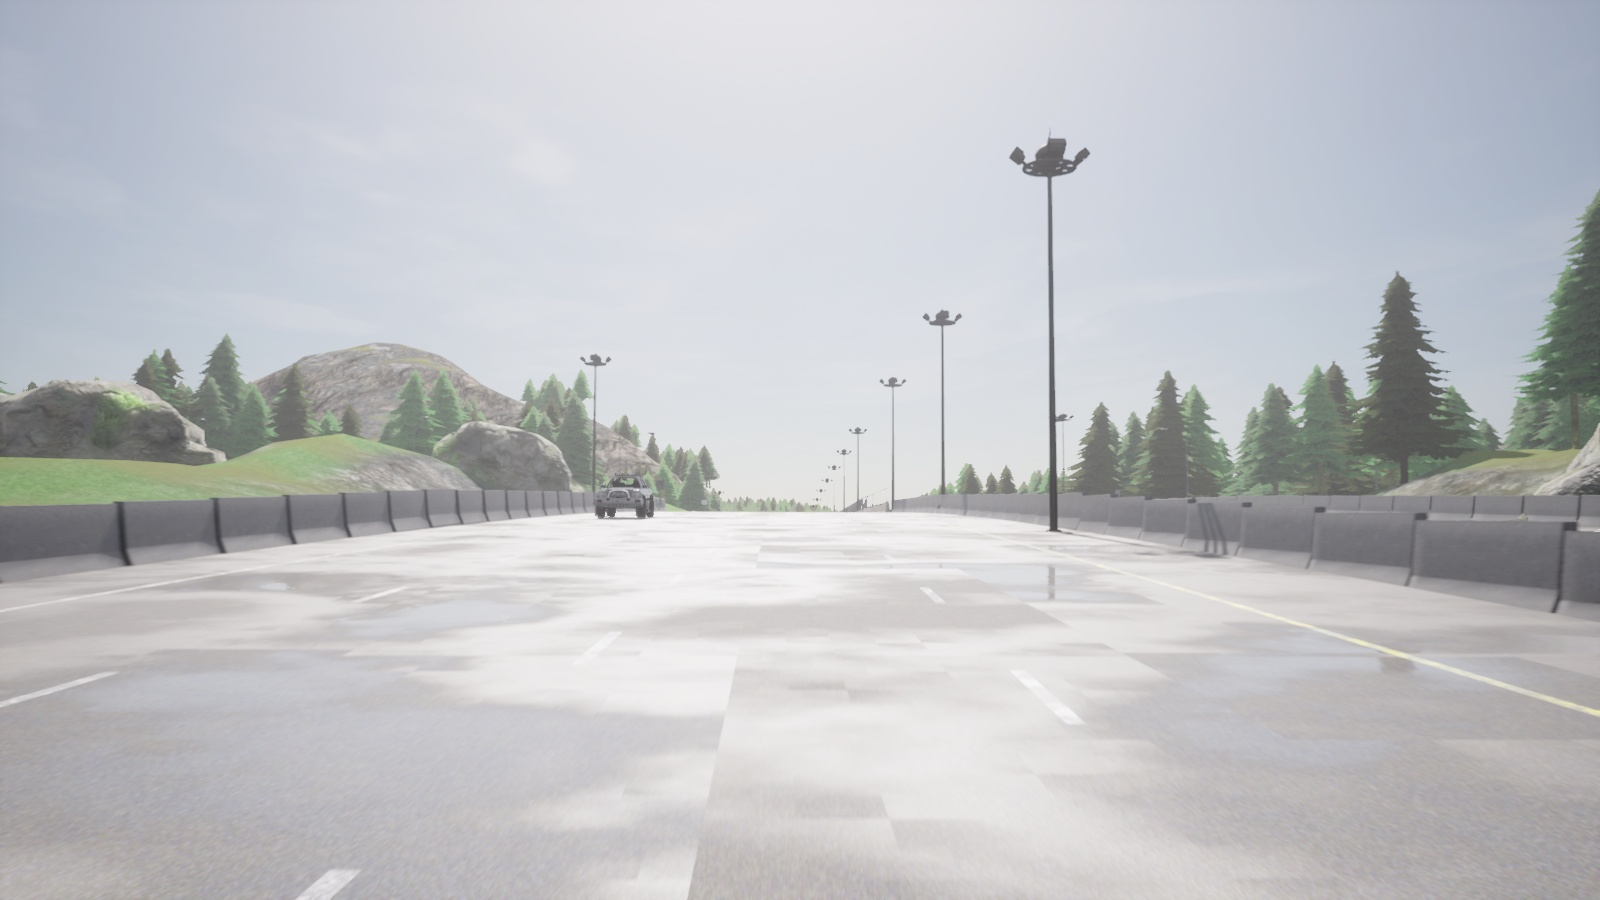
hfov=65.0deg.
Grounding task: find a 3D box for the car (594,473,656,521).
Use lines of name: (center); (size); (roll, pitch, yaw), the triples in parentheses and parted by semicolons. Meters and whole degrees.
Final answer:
car: (-7.125, 1.929, 51.526); (1.932, 1.855, 4.605); (0, -2, 0)
